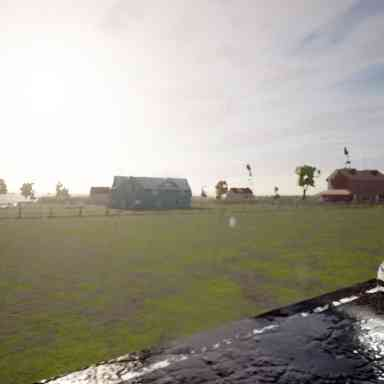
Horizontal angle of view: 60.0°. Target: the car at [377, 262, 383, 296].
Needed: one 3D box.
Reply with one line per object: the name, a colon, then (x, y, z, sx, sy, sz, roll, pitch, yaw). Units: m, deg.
car: (6.025, 1.570, 7.521, 4.674, 1.442, 1.812, 1, 0, -37)
